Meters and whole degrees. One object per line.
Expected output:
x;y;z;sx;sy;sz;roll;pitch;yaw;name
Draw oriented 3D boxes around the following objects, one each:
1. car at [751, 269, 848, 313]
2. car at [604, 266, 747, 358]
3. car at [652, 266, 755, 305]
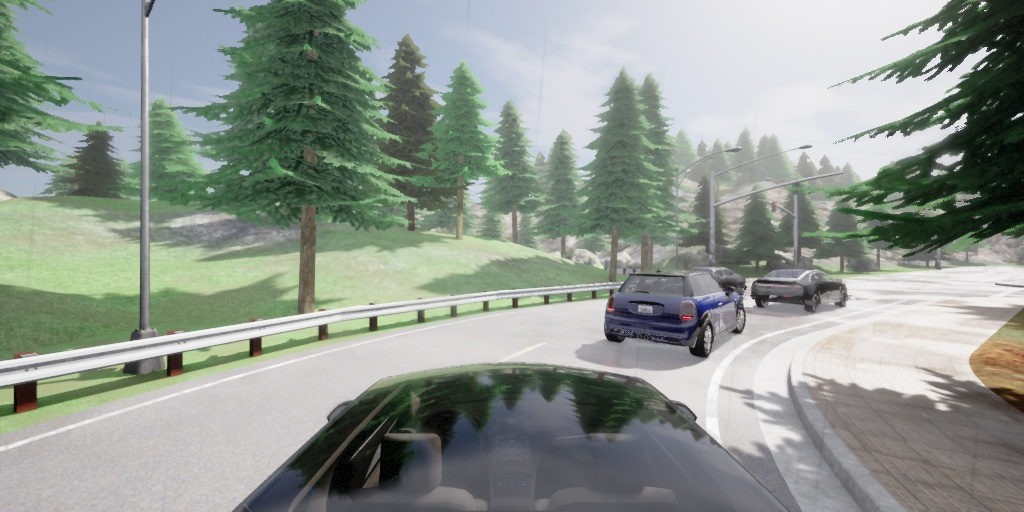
11.361;1.259;14.094;4.902;1.511;2.128;0;0;-32;car
4.175;1.111;8.890;2.097;1.767;4.553;0;0;43;car
9.115;1.265;16.993;4.902;1.511;2.128;0;0;-32;car
